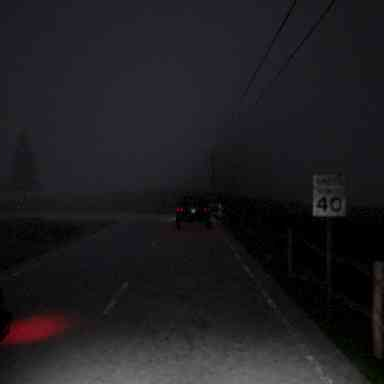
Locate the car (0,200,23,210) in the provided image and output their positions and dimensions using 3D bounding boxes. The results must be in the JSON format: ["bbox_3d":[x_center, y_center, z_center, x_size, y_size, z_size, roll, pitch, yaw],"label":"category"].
[{"bbox_3d":[-19.413,1.514,33.631,4.181,1.385,1.994,0,0,6],"label":"car"}]

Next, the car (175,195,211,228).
[{"bbox_3d":[0.058,1.191,22.250,2.150,2.045,5.566,0,0,-1],"label":"car"}]

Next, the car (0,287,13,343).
[{"bbox_3d":[-3.295,1.544,2.060,2.033,1.411,5.357,0,0,0],"label":"car"}]
